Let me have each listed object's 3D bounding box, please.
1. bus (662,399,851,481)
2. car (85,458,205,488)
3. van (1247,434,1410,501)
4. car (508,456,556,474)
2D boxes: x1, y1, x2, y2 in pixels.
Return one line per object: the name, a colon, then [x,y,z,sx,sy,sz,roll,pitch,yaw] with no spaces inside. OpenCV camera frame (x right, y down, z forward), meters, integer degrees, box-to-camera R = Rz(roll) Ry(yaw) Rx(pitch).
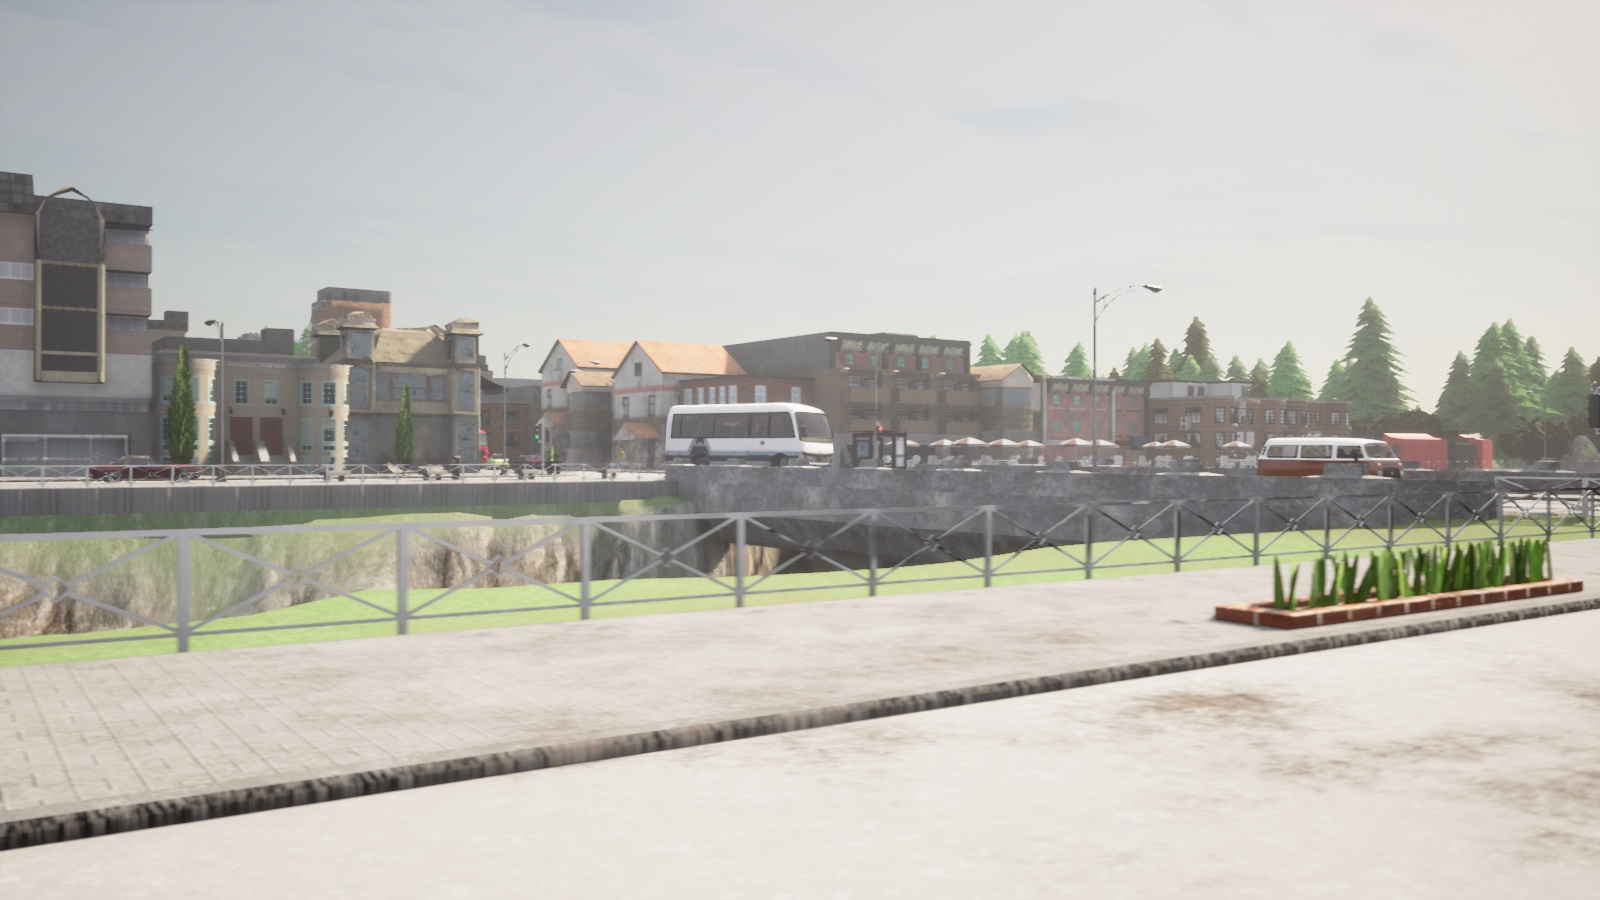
bus: [-2.542,-0.454,70.088,10.273,4.253,3.944,0,-2,38]
car: [-30.397,1.052,58.307,4.718,1.301,1.895,0,0,-35]
van: [17.067,0.532,40.741,2.069,2.038,4.480,0,0,-35]
car: [-20.122,1.118,94.126,1.895,1.301,4.718,0,0,-34]
